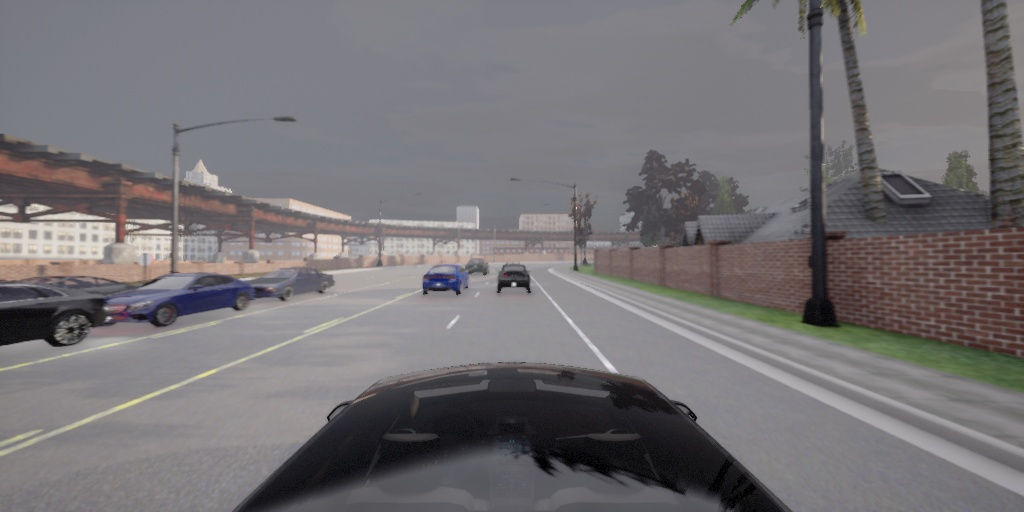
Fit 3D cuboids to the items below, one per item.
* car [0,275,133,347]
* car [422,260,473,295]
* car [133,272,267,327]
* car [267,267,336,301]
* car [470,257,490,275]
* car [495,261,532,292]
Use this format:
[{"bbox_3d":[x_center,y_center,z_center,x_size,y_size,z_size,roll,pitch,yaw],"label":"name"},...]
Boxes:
[{"bbox_3d":[-10.591,1.233,6.508,2.128,1.511,4.902,0,0,0],"label":"car"},{"bbox_3d":[-3.483,1.173,19.530,1.882,1.535,5.008,0,1,0],"label":"car"},{"bbox_3d":[-10.499,1.268,11.540,1.812,1.442,4.674,0,0,0],"label":"car"},{"bbox_3d":[-10.547,1.252,17.215,2.033,1.411,5.357,0,0,1],"label":"car"},{"bbox_3d":[-3.421,0.975,36.138,2.097,1.767,4.553,0,0,0],"label":"car"},{"bbox_3d":[0.103,1.195,20.823,1.837,1.490,4.892,0,0,0],"label":"car"}]
